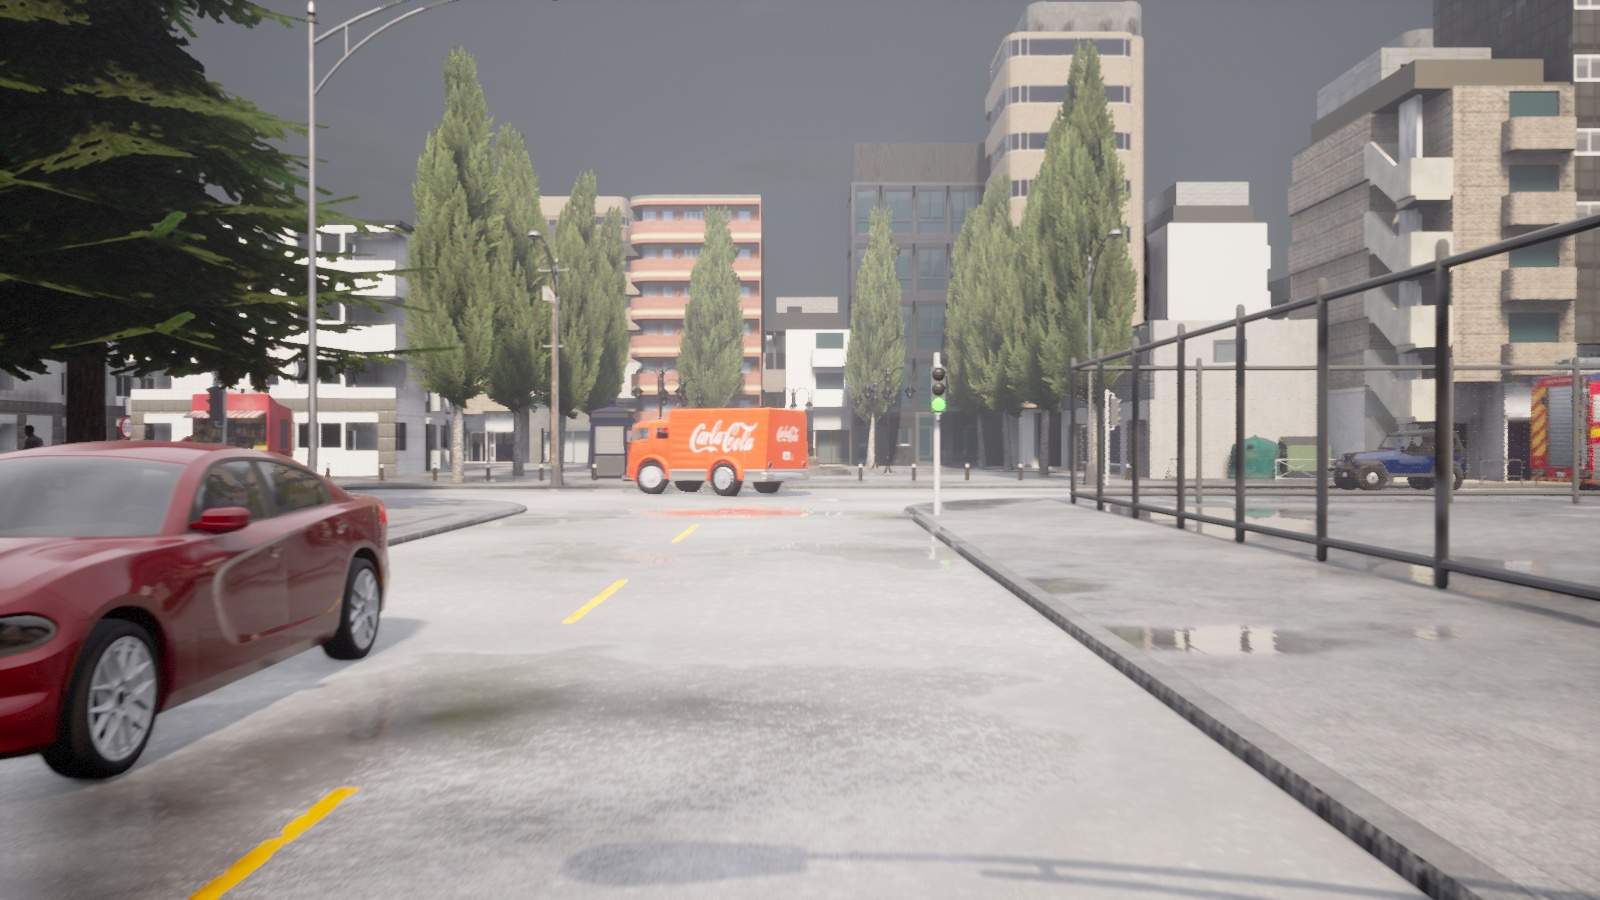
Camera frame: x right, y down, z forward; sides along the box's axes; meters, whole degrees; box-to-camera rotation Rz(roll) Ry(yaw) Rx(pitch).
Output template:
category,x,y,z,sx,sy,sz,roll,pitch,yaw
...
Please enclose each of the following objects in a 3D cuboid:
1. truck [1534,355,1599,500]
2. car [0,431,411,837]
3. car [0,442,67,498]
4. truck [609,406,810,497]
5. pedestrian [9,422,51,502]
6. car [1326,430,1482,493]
category,x,y,z,sx,sy,sz,roll,pitch,yaw
truck,25.210,-0.592,34.385,8.468,3.827,2.891,0,0,1
car,-3.950,0.681,7.172,1.882,1.535,5.008,0,0,0
car,-23.226,0.533,34.596,4.792,1.488,2.163,0,0,1
truck,-2.619,0.051,36.278,5.204,2.467,2.627,0,0,29
pedestrian,-17.848,0.278,29.105,0.703,1.840,0.431,0,0,-4
car,18.412,0.341,38.409,3.866,1.878,1.905,0,0,0
